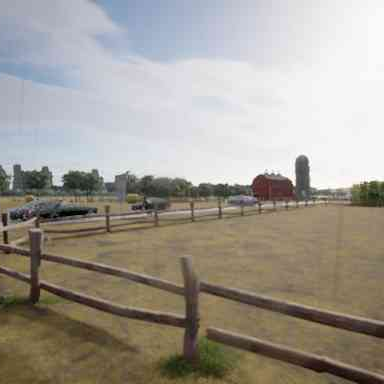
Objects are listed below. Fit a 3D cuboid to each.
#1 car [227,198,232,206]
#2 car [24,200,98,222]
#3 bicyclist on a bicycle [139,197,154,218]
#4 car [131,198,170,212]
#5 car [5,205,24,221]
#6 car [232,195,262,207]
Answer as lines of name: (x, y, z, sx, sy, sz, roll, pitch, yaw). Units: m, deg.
car: (7.313, 1.291, 52.361, 2.097, 1.767, 4.553, -2, -1, 36)
car: (-9.268, 1.426, 24.350, 1.895, 1.301, 4.718, -2, -1, 37)
bicyclist on a bicycle: (-3.689, 1.259, 26.673, 1.656, 1.620, 0.582, 0, 0, 35)
car: (-4.417, 1.380, 35.979, 1.882, 1.535, 5.008, -2, -1, 35)
car: (-11.773, 1.389, 25.610, 1.837, 1.490, 4.892, -2, -1, 35)
car: (8.462, 1.421, 49.096, 2.033, 1.411, 5.357, -2, -1, 36)
